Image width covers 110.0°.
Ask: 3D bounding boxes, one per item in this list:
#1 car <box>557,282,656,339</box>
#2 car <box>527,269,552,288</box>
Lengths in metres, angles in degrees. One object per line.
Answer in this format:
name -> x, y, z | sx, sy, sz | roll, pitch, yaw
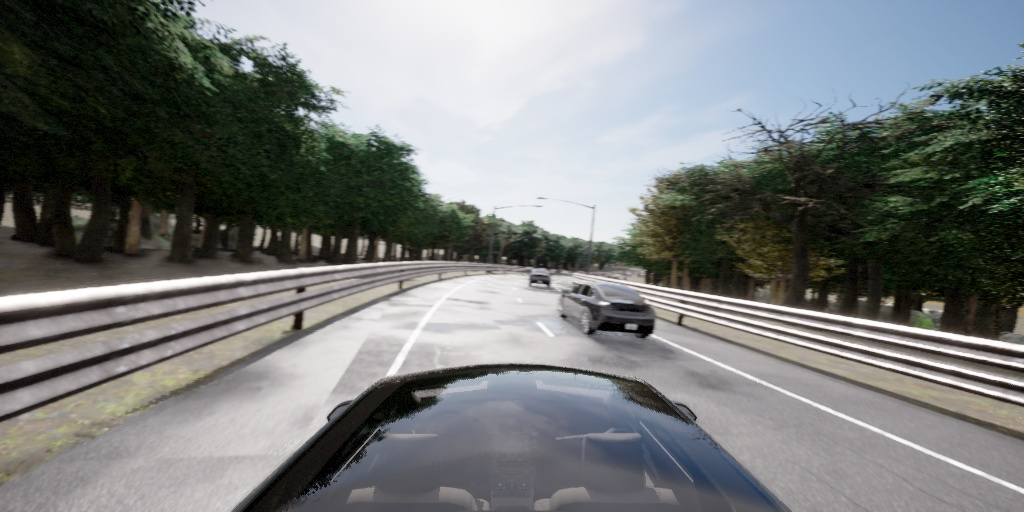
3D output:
car -> 2.867, 1.612, 11.787 | 1.837, 1.490, 4.892 | 5, -1, -7
car -> 2.369, 1.886, 31.073 | 1.837, 1.490, 4.892 | 5, -1, 3
